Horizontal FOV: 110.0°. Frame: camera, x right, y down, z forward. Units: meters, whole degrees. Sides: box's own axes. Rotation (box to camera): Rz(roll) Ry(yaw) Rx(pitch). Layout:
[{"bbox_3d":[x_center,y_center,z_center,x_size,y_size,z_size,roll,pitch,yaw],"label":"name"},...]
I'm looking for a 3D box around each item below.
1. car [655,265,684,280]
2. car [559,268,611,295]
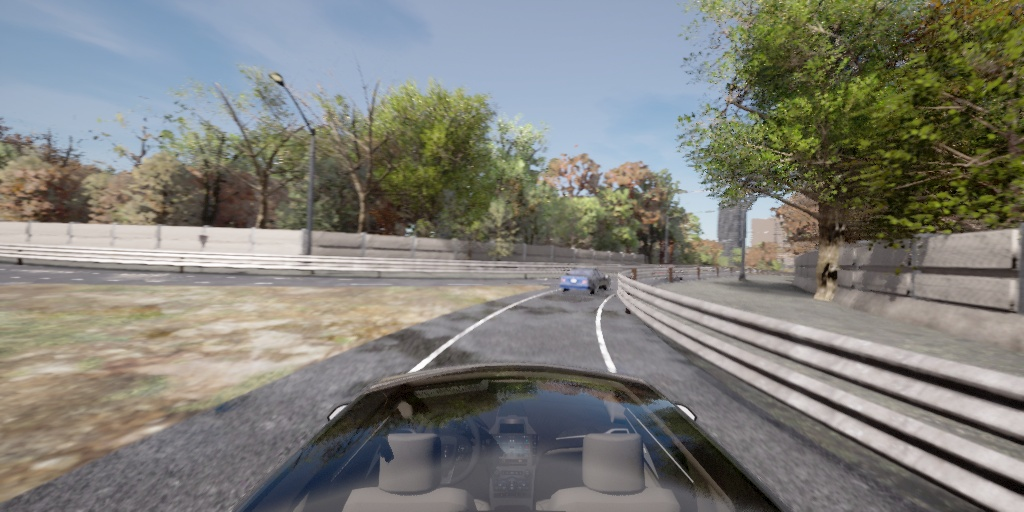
[{"bbox_3d":[17.115,1.771,38.791,1.882,1.535,5.008,3,0,41],"label":"car"},{"bbox_3d":[4.401,1.395,21.130,2.033,1.411,5.357,2,0,27],"label":"car"}]
